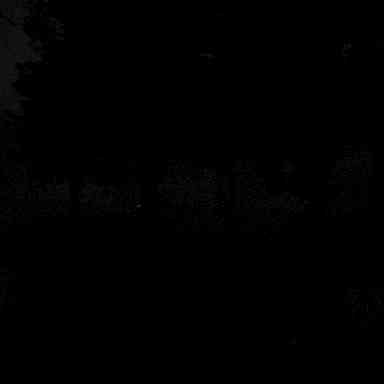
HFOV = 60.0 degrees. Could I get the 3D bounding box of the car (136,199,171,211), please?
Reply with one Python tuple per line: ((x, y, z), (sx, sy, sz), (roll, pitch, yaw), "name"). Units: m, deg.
((-5.274, 1.795, 45.637), (4.892, 1.490, 1.837), (1, -1, -25), "car")
